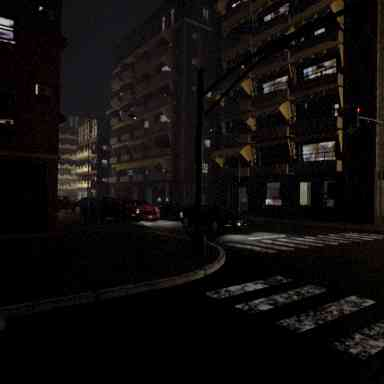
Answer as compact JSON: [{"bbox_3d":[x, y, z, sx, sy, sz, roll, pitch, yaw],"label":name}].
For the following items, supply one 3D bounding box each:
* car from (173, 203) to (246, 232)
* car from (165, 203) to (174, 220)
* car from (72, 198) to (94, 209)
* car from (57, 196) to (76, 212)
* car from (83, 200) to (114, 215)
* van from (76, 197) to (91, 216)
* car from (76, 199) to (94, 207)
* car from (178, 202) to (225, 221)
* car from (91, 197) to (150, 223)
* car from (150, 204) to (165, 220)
[{"bbox_3d":[1.155,1.527,20.215,1.837,1.490,4.892,1,-1,-36],"label":"car"},{"bbox_3d":[-1.850,1.676,29.515,1.994,1.385,4.181,1,-1,-35],"label":"car"},{"bbox_3d":[-16.570,1.710,50.345,1.837,1.490,4.892,1,-1,-35],"label":"car"},{"bbox_3d":[-15.229,1.368,39.067,2.192,1.841,5.009,1,-1,-35],"label":"car"},{"bbox_3d":[-10.272,1.650,36.332,1.994,1.385,4.181,1,-1,-35],"label":"car"},{"bbox_3d":[-8.793,1.354,29.960,1.690,1.788,3.998,1,-1,-35],"label":"van"},{"bbox_3d":[-18.454,1.866,57.271,1.802,1.307,4.206,1,-1,-35],"label":"car"},{"bbox_3d":[0.758,1.685,30.093,1.752,1.417,4.829,1,-1,-35],"label":"car"},{"bbox_3d":[-5.574,1.309,25.408,2.192,1.841,5.009,1,-1,-35],"label":"car"},{"bbox_3d":[-4.569,1.404,28.263,2.097,1.767,4.553,1,-1,-35],"label":"car"}]
